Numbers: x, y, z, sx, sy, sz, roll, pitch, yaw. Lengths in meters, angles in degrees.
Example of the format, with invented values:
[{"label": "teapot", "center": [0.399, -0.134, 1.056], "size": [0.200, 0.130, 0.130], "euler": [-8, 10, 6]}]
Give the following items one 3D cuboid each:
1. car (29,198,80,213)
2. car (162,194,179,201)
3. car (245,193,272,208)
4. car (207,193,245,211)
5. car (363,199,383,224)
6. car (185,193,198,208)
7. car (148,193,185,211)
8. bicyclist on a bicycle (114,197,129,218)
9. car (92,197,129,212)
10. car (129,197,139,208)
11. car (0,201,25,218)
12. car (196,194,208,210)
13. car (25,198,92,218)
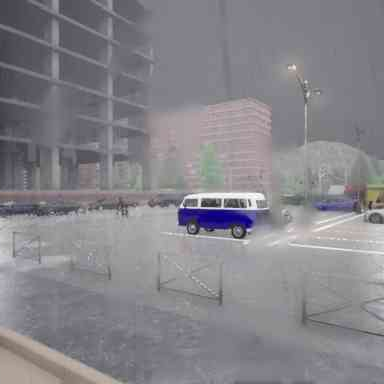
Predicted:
[{"label": "car", "center": [-15.297, 1.435, 37.159], "size": [2.128, 1.511, 4.902], "euler": [0, 0, 35]}, {"label": "car", "center": [-5.104, 1.284, 77.803], "size": [1.851, 1.617, 3.988], "euler": [0, 0, 36]}, {"label": "car", "center": [11.046, 1.436, 56.138], "size": [2.128, 1.511, 4.902], "euler": [0, 0, 35]}, {"label": "car", "center": [4.944, 1.165, 47.411], "size": [2.150, 2.045, 5.566], "euler": [0, 0, 36]}, {"label": "car", "center": [13.270, 1.395, 21.463], "size": [3.806, 1.475, 1.970], "euler": [0, 0, 36]}, {"label": "car", "center": [-1.119, 1.170, 57.125], "size": [2.150, 2.045, 5.566], "euler": [0, 0, 36]}, {"label": "car", "center": [-3.842, 1.164, 47.304], "size": [2.150, 2.045, 5.566], "euler": [0, 0, 35]}, {"label": "bicyclist on a bicycle", "center": [-5.482, 1.247, 25.945], "size": [1.656, 1.620, 0.582], "euler": [0, 0, 35]}, {"label": "car", "center": [-10.015, 1.449, 38.577], "size": [1.837, 1.490, 4.892], "euler": [0, 0, 35]}, {"label": "car", "center": [-9.376, 1.435, 45.547], "size": [2.128, 1.511, 4.902], "euler": [0, 0, 35]}, {"label": "car", "center": [-15.837, 1.491, 30.320], "size": [2.033, 1.411, 5.357], "euler": [0, 0, 35]}, {"label": "car", "center": [3.210, 1.437, 50.993], "size": [2.128, 1.511, 4.902], "euler": [0, 0, 36]}, {"label": "car", "center": [-11.771, 1.449, 29.654], "size": [1.837, 1.490, 4.892], "euler": [0, 0, 35]}]
